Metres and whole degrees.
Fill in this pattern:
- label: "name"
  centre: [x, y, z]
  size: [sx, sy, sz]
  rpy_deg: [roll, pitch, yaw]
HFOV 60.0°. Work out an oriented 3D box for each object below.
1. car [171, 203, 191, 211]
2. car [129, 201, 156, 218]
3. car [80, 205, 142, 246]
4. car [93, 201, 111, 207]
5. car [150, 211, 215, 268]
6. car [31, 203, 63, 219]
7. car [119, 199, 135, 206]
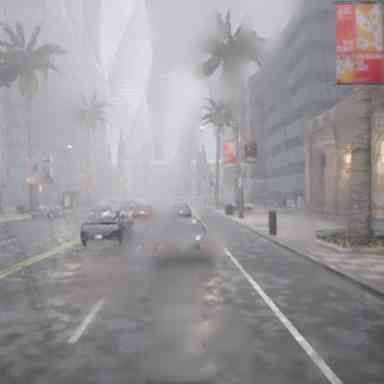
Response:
- label: "car"
  centre: [-1.061, 1.768, 31.990]
  size: [1.994, 1.385, 4.181]
  rpy_deg: [-1, 0, -2]
- label: "car"
  centre: [-4.558, 1.820, 31.862]
  size: [1.994, 1.385, 4.181]
  rpy_deg: [-1, 0, -2]
- label: "car"
  centre: [-3.951, 1.647, 16.145]
  size: [2.128, 1.511, 4.902]
  rpy_deg: [-1, 0, -2]
- label: "car"
  centre: [-12.261, 1.979, 45.381]
  size: [1.812, 1.442, 4.674]
  rpy_deg: [-1, 0, -2]
- label: "car"
  centre: [-0.293, 1.621, 11.636]
  size: [2.033, 1.411, 5.357]
  rpy_deg: [-1, 0, -2]
- label: "car"
  centre: [-14.833, 1.909, 34.286]
  size: [2.231, 1.521, 4.892]
  rpy_deg: [-1, 0, -2]
- label: "car"
  centre: [-8.791, 1.757, 46.224]
  size: [2.097, 1.767, 4.553]
  rpy_deg: [-1, 0, -2]
